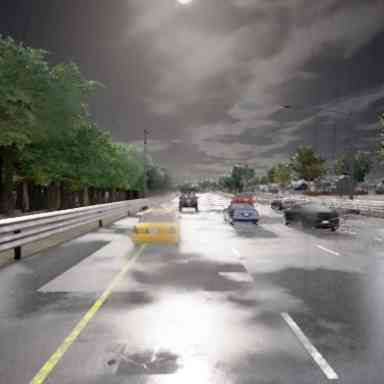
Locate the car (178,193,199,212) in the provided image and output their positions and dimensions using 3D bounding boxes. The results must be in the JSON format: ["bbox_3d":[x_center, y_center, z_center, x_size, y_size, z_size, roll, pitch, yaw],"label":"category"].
[{"bbox_3d":[-0.389,1.168,38.053,2.150,2.045,5.566,0,-1,0],"label":"car"}]

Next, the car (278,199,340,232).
[{"bbox_3d":[6.866,1.399,19.643,1.882,1.535,5.008,0,0,-1],"label":"car"}]

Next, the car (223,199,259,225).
[{"bbox_3d":[3.328,1.465,23.115,2.033,1.411,5.357,0,0,-1],"label":"car"}]

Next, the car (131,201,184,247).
[{"bbox_3d":[-1.404,1.384,14.499,1.801,1.575,5.366,0,0,-1],"label":"car"}]

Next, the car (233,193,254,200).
[{"bbox_3d":[6.610,1.202,43.192,2.150,2.045,5.566,0,-1,-1],"label":"car"}]

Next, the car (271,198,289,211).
[{"bbox_3d":[10.176,1.440,37.008,2.128,1.511,4.902,0,0,-1],"label":"car"}]
